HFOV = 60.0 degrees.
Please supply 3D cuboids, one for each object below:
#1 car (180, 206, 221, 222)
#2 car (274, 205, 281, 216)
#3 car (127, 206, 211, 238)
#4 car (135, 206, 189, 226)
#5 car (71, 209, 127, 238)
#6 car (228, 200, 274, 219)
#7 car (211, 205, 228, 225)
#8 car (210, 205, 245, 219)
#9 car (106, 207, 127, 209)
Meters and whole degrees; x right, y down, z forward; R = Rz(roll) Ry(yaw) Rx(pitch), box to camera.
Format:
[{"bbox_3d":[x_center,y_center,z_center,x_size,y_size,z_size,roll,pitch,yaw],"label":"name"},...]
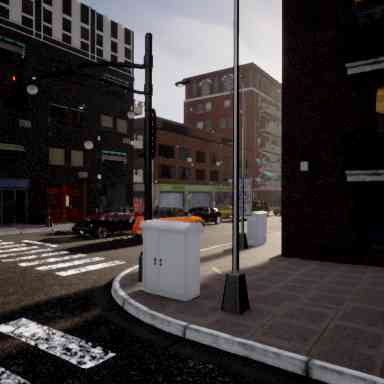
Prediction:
[{"bbox_3d":[0.903,2.092,32.184,1.947,1.339,4.313,-1,-2,35],"label":"car"},{"bbox_3d":[12.504,2.394,44.200,2.033,1.411,5.357,0,-1,35],"label":"car"},{"bbox_3d":[-1.184,1.671,19.121,2.097,1.767,4.553,0,-1,36],"label":"car"},{"bbox_3d":[-2.352,1.944,27.514,1.752,1.417,4.829,-1,-2,35],"label":"car"},{"bbox_3d":[-4.661,1.881,19.647,1.895,1.301,4.718,0,-1,35],"label":"car"},{"bbox_3d":[6.380,1.866,35.485,2.150,2.045,5.566,0,-1,35],"label":"car"},{"bbox_3d":[0.701,1.962,27.337,1.837,1.490,4.892,0,-1,35],"label":"car"},{"bbox_3d":[3.964,2.153,36.577,1.752,1.417,4.829,-1,-2,35],"label":"car"},{"bbox_3d":[-5.413,1.758,23.125,1.967,1.590,4.097,-1,-2,35],"label":"car"}]
